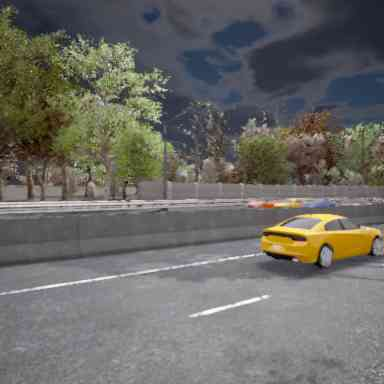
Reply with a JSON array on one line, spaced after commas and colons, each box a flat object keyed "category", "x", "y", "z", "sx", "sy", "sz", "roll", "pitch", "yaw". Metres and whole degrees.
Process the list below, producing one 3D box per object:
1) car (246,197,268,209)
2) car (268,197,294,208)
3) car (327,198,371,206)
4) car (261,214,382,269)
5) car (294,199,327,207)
[{"category": "car", "x": 8.664, "y": 1.408, "z": 40.061, "sx": 4.553, "sy": 1.767, "sz": 2.097, "roll": 0, "pitch": 0, "yaw": -37}, {"category": "car", "x": 11.363, "y": 1.536, "z": 37.893, "sx": 5.008, "sy": 1.535, "sz": 1.882, "roll": 0, "pitch": 0, "yaw": -35}, {"category": "car", "x": 15.629, "y": 1.411, "z": 32.338, "sx": 4.553, "sy": 1.767, "sz": 2.097, "roll": 0, "pitch": 0, "yaw": -35}, {"category": "car", "x": 4.535, "y": 1.494, "z": 11.292, "sx": 5.008, "sy": 1.535, "sz": 1.882, "roll": 0, "pitch": 0, "yaw": -35}, {"category": "car", "x": 13.410, "y": 1.536, "z": 35.056, "sx": 5.008, "sy": 1.535, "sz": 1.882, "roll": 0, "pitch": 0, "yaw": -35}]
